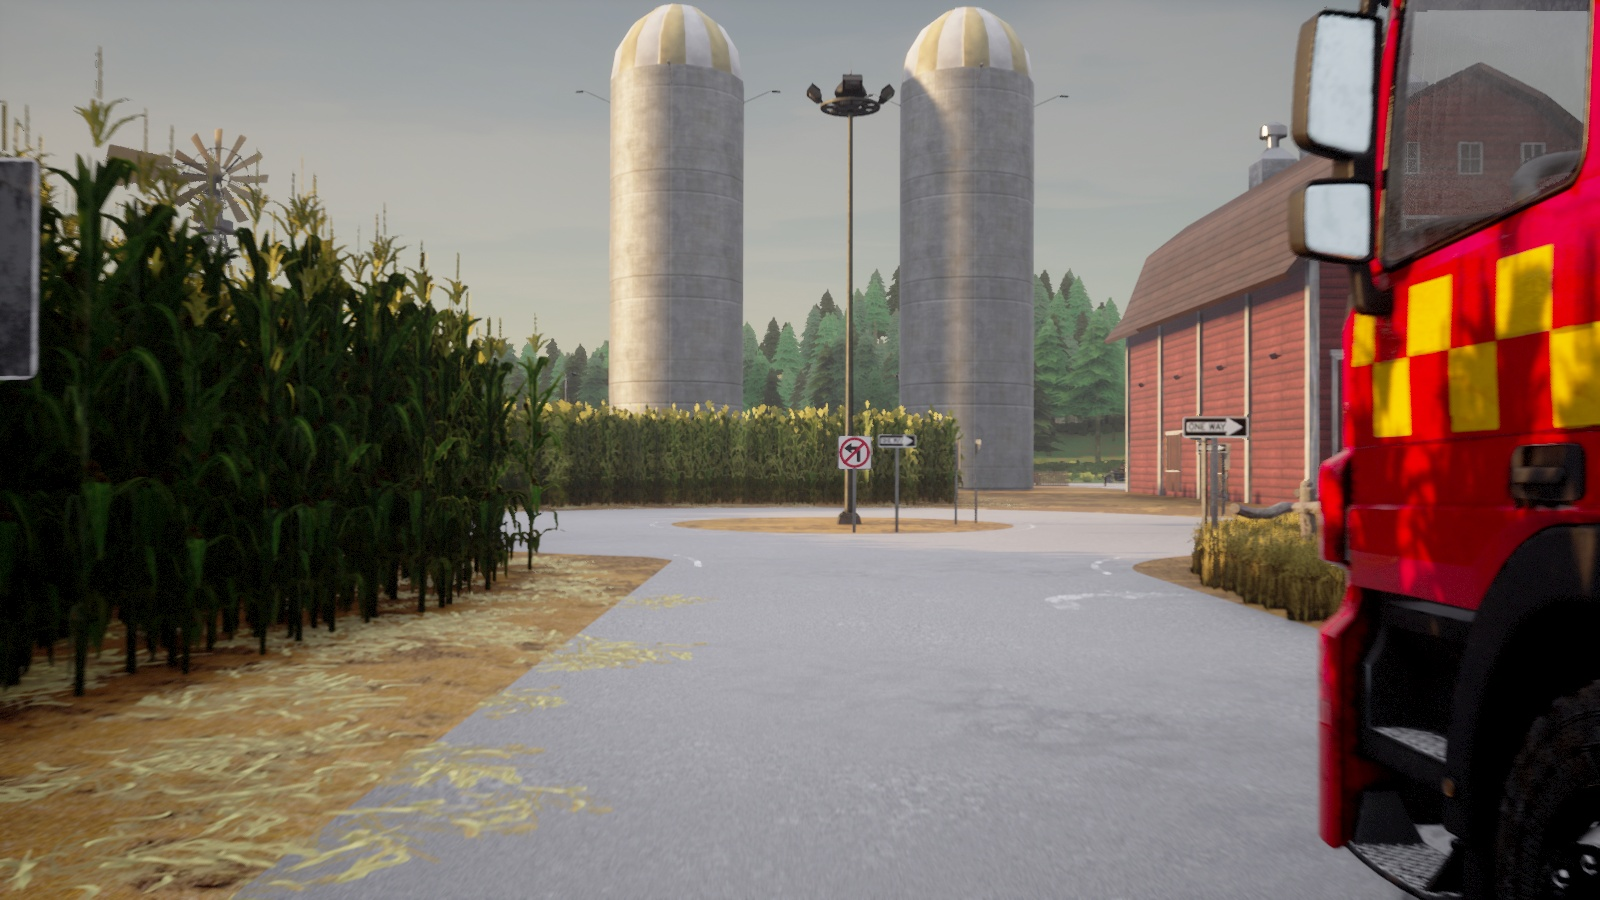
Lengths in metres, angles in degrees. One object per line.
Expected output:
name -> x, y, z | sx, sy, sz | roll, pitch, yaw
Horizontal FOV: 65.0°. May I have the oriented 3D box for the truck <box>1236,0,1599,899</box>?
truck -> 3.094, -0.355, 0.445 | 2.891, 3.827, 8.468 | 0, -1, 0
